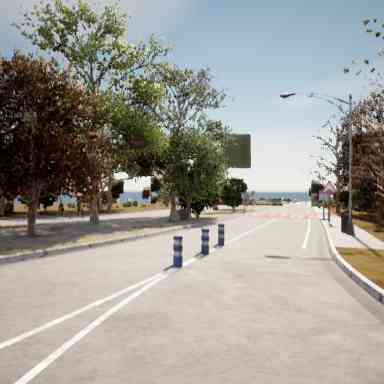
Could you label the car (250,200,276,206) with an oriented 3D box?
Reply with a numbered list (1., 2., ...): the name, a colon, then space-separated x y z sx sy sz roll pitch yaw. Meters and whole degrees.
1. car: 19.845 3.260 93.064 5.366 1.575 1.946 0 -3 19
